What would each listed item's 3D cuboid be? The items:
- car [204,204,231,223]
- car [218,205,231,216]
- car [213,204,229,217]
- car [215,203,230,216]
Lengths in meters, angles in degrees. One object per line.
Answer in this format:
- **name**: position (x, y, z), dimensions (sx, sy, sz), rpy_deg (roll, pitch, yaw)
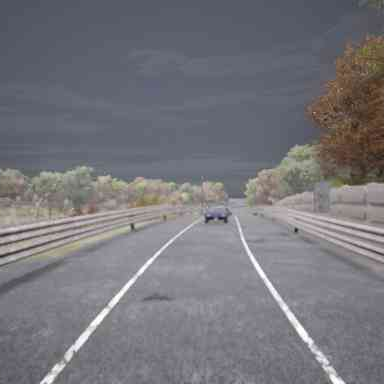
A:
- **car**: position (2.157, 1.927, 28.717), dimensions (1.895, 1.301, 4.718), rpy_deg (0, -1, 7)
- **car**: position (5.692, 3.169, 57.560), dimensions (2.097, 1.767, 4.553), rpy_deg (0, -4, 9)
- **car**: position (3.685, 2.324, 42.041), dimensions (1.837, 1.490, 4.892), rpy_deg (0, -3, 7)
- **car**: position (4.512, 2.556, 48.894), dimensions (2.097, 1.767, 4.553), rpy_deg (0, -3, 7)
